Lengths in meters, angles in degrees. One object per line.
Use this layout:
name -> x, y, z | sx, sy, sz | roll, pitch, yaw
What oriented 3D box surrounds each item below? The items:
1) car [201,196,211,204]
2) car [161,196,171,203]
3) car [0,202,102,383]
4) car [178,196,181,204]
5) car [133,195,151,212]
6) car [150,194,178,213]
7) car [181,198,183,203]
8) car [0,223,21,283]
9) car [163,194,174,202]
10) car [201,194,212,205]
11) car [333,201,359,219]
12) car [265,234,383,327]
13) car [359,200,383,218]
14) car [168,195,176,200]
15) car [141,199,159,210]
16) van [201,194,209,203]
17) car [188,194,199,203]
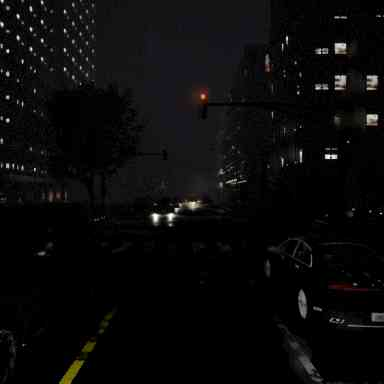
car -> 2.792, 1.578, 67.101 | 1.752, 1.417, 4.829 | 0, 0, 0
car -> -5.581, 1.627, 72.468 | 1.947, 1.339, 4.313 | 0, 0, 0
car -> -3.092, 1.223, 5.287 | 2.150, 2.045, 5.566 | 0, 0, 0
car -> -3.019, 1.508, 48.896 | 1.882, 1.535, 5.008 | 0, 0, 0
car -> -5.632, 1.336, 39.330 | 2.192, 1.841, 5.009 | 0, 0, 0
car -> -3.043, 1.371, 37.063 | 2.097, 1.767, 4.553 | 0, 0, 0
car -> -2.927, 1.576, 65.543 | 1.812, 1.442, 4.674 | 0, 0, 1
car -> -5.680, 1.545, 6.942 | 1.887, 1.381, 4.507 | 0, 0, 0
car -> -5.573, 1.386, 77.990 | 2.192, 1.841, 5.009 | 0, 0, 0
car -> 2.783, 1.611, 61.408 | 1.947, 1.339, 4.313 | 0, 0, 0
car -> 13.466, 1.350, 26.318 | 4.403, 1.369, 2.008 | -1, 1, 0
car -> 2.700, 1.552, 6.929 | 2.008, 1.369, 4.403 | 0, 0, 0
car -> 15.473, 0.994, 23.757 | 5.566, 2.045, 2.150 | -1, 0, 0
car -> -5.548, 1.655, 94.558 | 2.008, 1.369, 4.403 | 0, 0, 0
car -> -5.623, 1.593, 44.853 | 1.947, 1.339, 4.313 | 0, 0, 0
van -> 2.799, 1.402, 72.455 | 1.690, 1.788, 3.998 | 0, 0, 0
car -> 0.104, 1.581, 69.058 | 1.812, 1.442, 4.674 | 0, 0, 0
